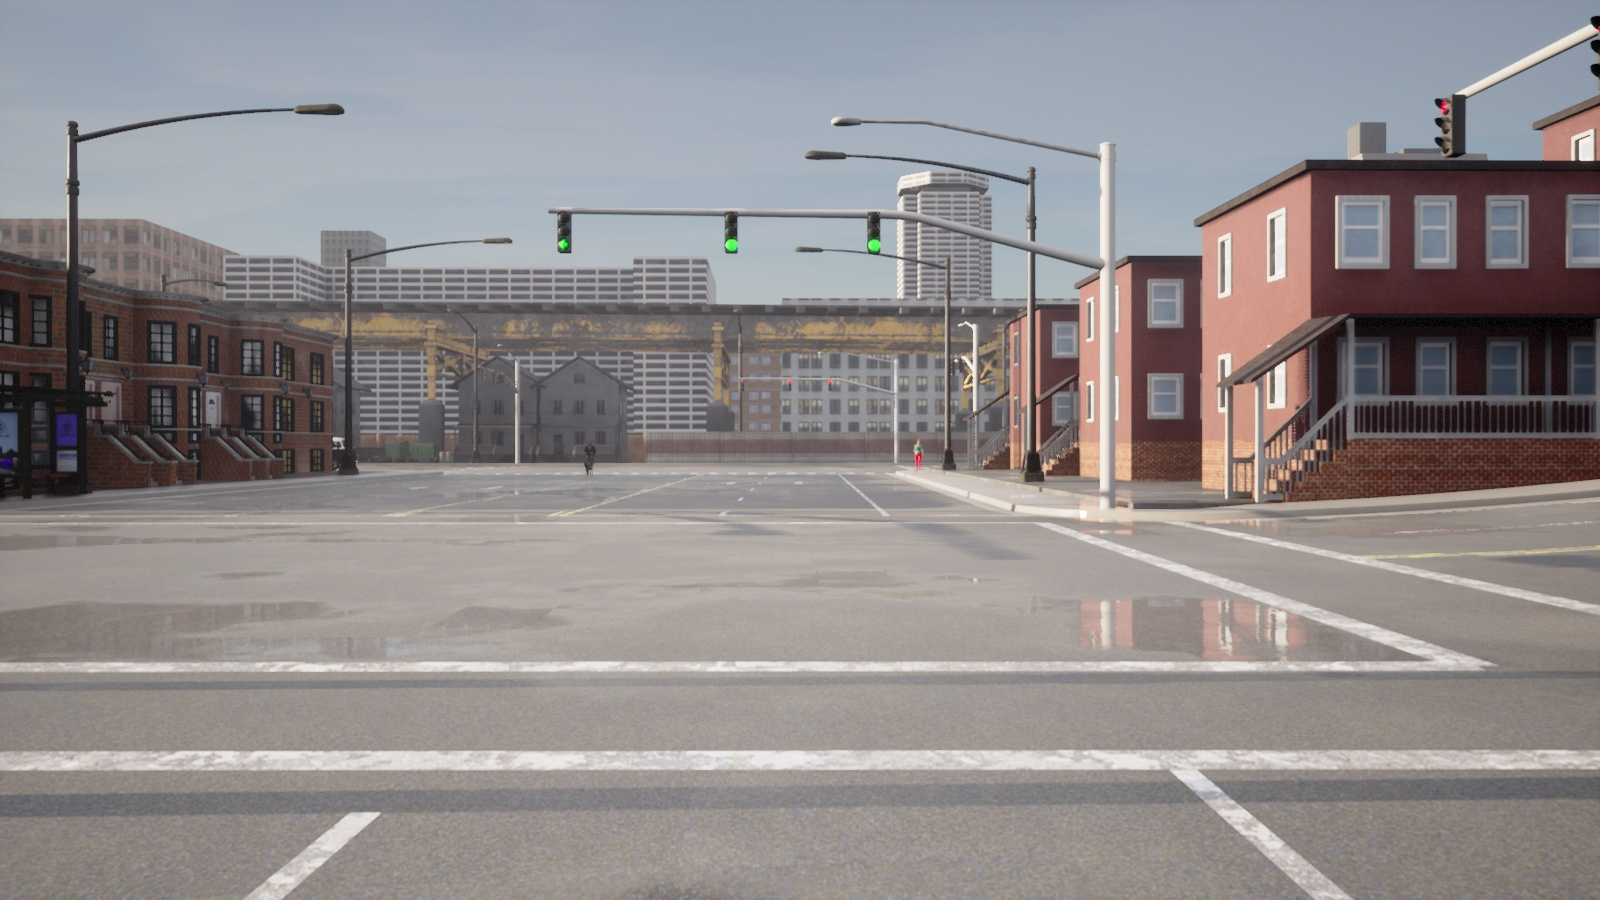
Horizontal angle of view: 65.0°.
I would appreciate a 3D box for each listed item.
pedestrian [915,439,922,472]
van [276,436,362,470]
[{"bbox_3d":[6.523,0.296,68.883,0.345,1.836,0.594,0,0,2],"label":"pedestrian"},{"bbox_3d":[-29.573,0.182,77.231,4.480,2.038,2.069,0,0,1],"label":"van"}]
